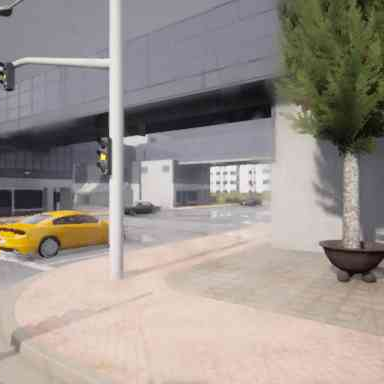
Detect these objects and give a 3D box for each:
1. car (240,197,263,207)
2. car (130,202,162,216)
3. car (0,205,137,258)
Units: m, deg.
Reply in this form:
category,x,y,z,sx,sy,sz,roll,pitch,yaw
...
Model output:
category,x,y,z,sx,sy,sz,roll,pitch,yaw
car,8.887,1.473,49.726,2.128,1.511,4.902,0,0,36
car,-4.991,1.580,30.673,1.895,1.301,4.718,0,0,36
car,-4.717,1.473,12.918,1.882,1.535,5.008,0,0,36
